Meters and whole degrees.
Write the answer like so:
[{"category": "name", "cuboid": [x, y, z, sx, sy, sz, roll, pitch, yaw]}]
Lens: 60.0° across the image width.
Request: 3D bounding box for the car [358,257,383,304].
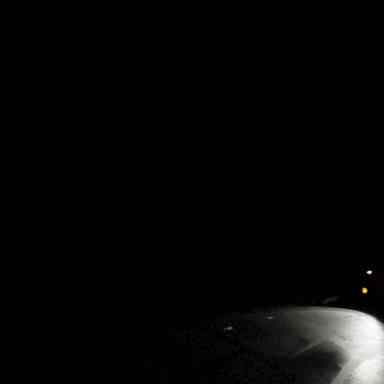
[{"category": "car", "cuboid": [5.433, 1.642, 7.060, 4.181, 1.385, 1.994, 1, 0, -34]}]
